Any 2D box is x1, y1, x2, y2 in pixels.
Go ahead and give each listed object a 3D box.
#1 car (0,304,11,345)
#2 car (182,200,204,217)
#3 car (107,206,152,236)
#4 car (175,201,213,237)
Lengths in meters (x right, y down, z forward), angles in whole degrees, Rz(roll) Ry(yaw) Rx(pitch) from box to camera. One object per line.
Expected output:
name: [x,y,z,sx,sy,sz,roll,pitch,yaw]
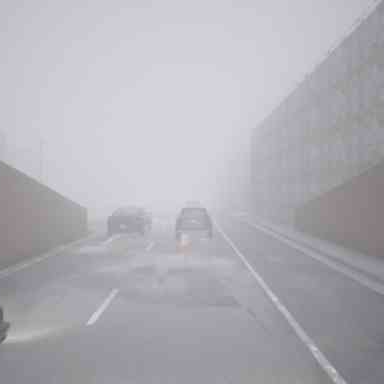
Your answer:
car: [-3.400,1.556,2.064,2.033,1.411,5.357,0,0,0]
car: [0.096,1.627,34.150,2.163,1.488,4.792,0,0,0]
car: [-3.401,1.546,18.885,1.882,1.535,5.008,0,0,0]
car: [0.099,1.496,18.374,2.033,1.649,4.856,0,0,0]
